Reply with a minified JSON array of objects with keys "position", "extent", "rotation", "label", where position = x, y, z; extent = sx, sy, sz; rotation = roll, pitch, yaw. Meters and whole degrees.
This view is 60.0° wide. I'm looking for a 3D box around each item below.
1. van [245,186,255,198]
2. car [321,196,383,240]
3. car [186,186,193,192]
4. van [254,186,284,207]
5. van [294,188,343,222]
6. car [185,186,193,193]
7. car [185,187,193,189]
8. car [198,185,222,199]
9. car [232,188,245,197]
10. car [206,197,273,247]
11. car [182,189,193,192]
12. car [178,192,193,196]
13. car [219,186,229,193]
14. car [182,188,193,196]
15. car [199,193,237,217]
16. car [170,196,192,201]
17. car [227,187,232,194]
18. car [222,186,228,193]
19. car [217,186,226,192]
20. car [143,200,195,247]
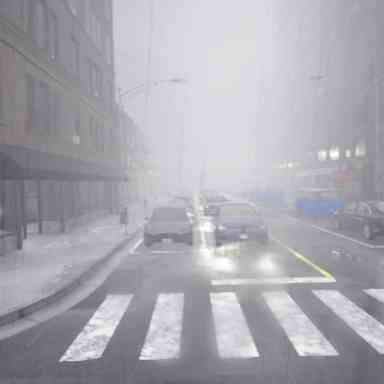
[{"position":[7.197,0.263,36.110],"extent":[1.690,1.788,3.998],"rotation":[-1,1,0],"label":"van"},{"position":[7.177,1.027,13.392],"extent":[2.008,1.369,4.403],"rotation":[-1,1,0],"label":"car"},{"position":[-0.761,-0.844,92.931],"extent":[1.967,1.590,4.097],"rotation":[-1,1,0],"label":"car"},{"position":[7.191,0.402,30.429],"extent":[1.690,1.788,3.998],"rotation":[-1,1,0],"label":"van"},{"position":[7.178,0.680,19.067],"extent":[1.690,1.788,3.998],"rotation":[-1,1,0],"label":"van"},{"position":[-0.773,-0.563,81.570],"extent":[1.967,1.590,4.097],"rotation":[-1,1,0],"label":"car"},{"position":[-0.808,0.402,47.489],"extent":[1.947,1.339,4.313],"rotation":[-1,1,0],"label":"car"},{"position":[1.731,0.418,35.609],"extent":[2.097,1.767,4.553],"rotation":[-1,1,1],"label":"car"},{"position":[7.215,0.224,47.477],"extent":[1.802,1.307,4.206],"rotation":[-1,1,0],"label":"car"},{"position":[1.696,1.139,13.251],"extent":[1.812,1.442,4.674],"rotation":[-1,1,0],"label":"car"},{"position":[-0.821,0.666,36.128],"extent":[2.008,1.369,4.403],"rotation":[-1,1,0],"label":"car"},{"position":[-0.833,0.960,24.767],"extent":[1.947,1.339,4.313],"rotation":[-1,1,0],"label":"car"},{"position":[7.243,-0.617,75.876],"extent":[1.967,1.590,4.097],"rotation":[-1,1,0],"label":"car"},{"position":[-0.789,-0.032,64.531],"extent":[2.008,1.369,4.403],"rotation":[-1,1,0],"label":"car"},{"position":[1.706,0.965,23.464],"extent":[1.895,1.301,4.718],"rotation":[-1,1,0],"label":"car"},{"position":[-0.839,1.114,19.087],"extent":[1.802,1.307,4.206],"rotation":[-1,1,0],"label":"car"},{"position":[7.220,0.024,53.326],"extent":[1.752,1.417,4.829],"rotation":[-1,1,0],"label":"car"},{"position":[7.240,-0.372,70.198],"extent":[1.887,1.381,4.507],"rotation":[-1,1,0],"label":"car"},{"position":[7.252,-0.652,81.559],"extent":[1.887,1.381,4.507],"rotation":[-1,1,0],"label":"car"},{"position":[-0.846,1.236,13.406],"extent":[1.947,1.339,4.313],"rotation":[-1,1,0],"label":"car"}]
